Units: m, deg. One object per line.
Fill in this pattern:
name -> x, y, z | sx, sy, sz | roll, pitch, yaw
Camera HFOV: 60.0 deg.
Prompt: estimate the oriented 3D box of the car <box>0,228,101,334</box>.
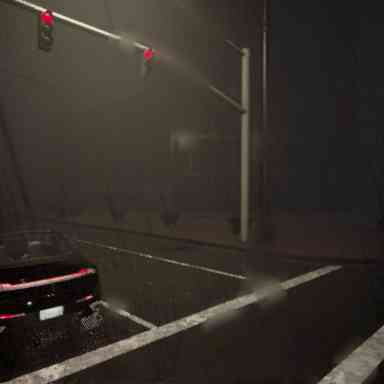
car -> -3.423, 1.471, 6.497 | 2.128, 1.511, 4.902 | -3, 1, -38
